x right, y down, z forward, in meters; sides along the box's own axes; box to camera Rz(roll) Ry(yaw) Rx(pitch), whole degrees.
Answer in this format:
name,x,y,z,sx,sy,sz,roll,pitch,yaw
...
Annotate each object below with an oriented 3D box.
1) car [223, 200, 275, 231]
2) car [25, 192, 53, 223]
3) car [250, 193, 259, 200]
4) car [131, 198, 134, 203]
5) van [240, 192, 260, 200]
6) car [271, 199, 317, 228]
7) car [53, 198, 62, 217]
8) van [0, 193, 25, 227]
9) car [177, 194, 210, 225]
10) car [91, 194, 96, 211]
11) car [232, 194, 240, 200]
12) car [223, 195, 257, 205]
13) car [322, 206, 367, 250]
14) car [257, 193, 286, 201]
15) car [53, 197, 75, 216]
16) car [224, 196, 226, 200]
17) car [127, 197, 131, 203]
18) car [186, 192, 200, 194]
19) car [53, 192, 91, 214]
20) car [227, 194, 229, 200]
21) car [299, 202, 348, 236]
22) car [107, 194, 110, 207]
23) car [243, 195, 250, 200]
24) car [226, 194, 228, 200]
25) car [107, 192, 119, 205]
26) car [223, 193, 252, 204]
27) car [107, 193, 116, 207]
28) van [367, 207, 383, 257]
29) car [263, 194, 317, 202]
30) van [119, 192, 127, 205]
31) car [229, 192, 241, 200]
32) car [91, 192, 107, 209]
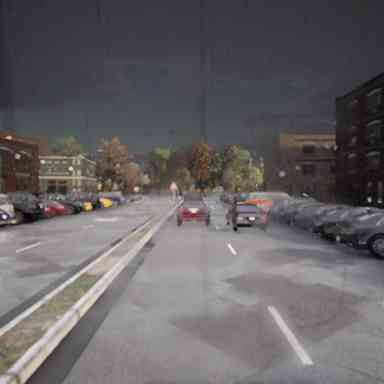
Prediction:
name,x,y,z,sx,sy,sz,roll,pitch,yaw
car,3.105,1.417,19.603,2.033,1.411,5.357,0,0,0
car,-12.569,1.081,21.837,5.566,2.045,2.435,0,0,0
car,7.670,1.184,28.429,4.553,1.767,2.185,0,0,0
car,-12.485,1.209,57.851,4.792,1.488,2.163,0,1,0
van,7.522,1.064,33.943,4.442,1.987,1.878,0,0,0
car,7.633,1.348,20.158,4.892,1.521,2.231,0,0,0
car,-12.536,1.361,24.618,4.674,1.452,2.002,0,0,0
van,-12.426,1.118,19.057,4.442,1.987,1.878,0,0,0
car,0.099,1.207,22.601,2.097,1.767,4.553,0,0,0
car,-12.718,1.290,32.955,5.366,1.575,1.946,0,0,0
car,7.453,1.278,36.701,5.366,1.575,1.946,0,0,0
car,7.643,1.210,53.248,5.008,1.535,2.097,0,0,0
car,7.633,1.395,11.888,4.892,1.521,2.231,0,0,0
car,7.670,1.196,25.672,4.553,1.767,2.185,0,0,0
car,-12.534,1.351,27.332,4.674,1.452,2.002,0,0,0
car,7.636,1.266,50.493,4.674,1.452,2.002,0,0,0
car,-12.549,1.099,52.415,4.553,1.767,2.185,0,0,0
car,0.098,1.011,40.998,2.150,2.045,5.566,0,0,0
car,-12.506,1.051,30.049,5.566,2.045,2.435,0,0,0
car,7.645,1.255,44.973,4.892,1.521,2.231,0,0,0
car,7.633,1.379,14.644,4.892,1.521,2.231,0,0,0
car,-12.535,1.279,38.513,4.892,1.521,2.231,0,0,0
car,7.644,1.299,31.186,5.008,1.535,2.097,0,0,0
car,7.607,1.115,47.734,4.553,1.767,2.185,0,0,0
car,-12.555,1.138,44.071,4.553,1.767,2.185,0,0,0
car,7.607,1.064,56.010,4.553,1.767,2.185,0,0,0
car,-12.521,1.271,41.167,5.008,1.535,2.097,0,0,0
van,7.522,1.187,9.005,4.442,1.987,1.878,0,0,0
car,7.608,1.208,22.914,4.553,1.767,2.185,0,0,0
van,-12.404,1.018,49.506,4.442,1.987,1.878,0,0,0
car,7.667,1.021,39.458,5.566,2.045,2.435,0,0,0
car,-12.560,1.034,35.734,5.566,2.045,2.435,0,0,0
